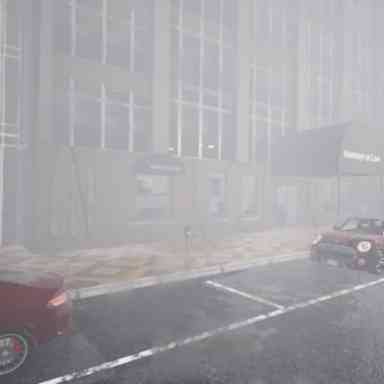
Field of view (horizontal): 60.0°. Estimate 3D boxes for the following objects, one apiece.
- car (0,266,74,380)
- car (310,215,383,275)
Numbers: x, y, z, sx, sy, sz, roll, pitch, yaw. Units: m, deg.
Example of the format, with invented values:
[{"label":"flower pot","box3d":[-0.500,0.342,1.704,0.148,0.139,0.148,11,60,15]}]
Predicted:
[{"label":"car","box3d":[-3.629,1.580,3.960,4.206,1.307,1.802,0,1,-35]},{"label":"car","box3d":[5.590,1.470,10.518,4.097,1.590,1.967,0,1,-35]}]
